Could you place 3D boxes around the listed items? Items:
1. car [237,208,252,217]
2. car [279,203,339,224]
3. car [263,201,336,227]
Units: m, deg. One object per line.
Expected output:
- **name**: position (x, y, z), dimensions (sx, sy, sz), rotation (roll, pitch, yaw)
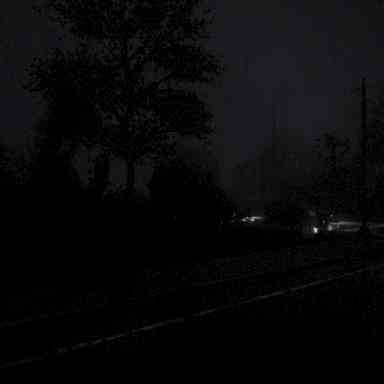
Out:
- **car**: position (3.923, 1.768, 33.194), dimensions (1.994, 1.385, 4.181), rotation (0, -1, -41)
- **car**: position (9.312, 1.650, 26.741), dimensions (1.994, 1.385, 4.181), rotation (0, -1, -39)
- **car**: position (7.295, 1.425, 23.618), dimensions (2.097, 1.767, 4.553), rotation (0, -1, -38)
